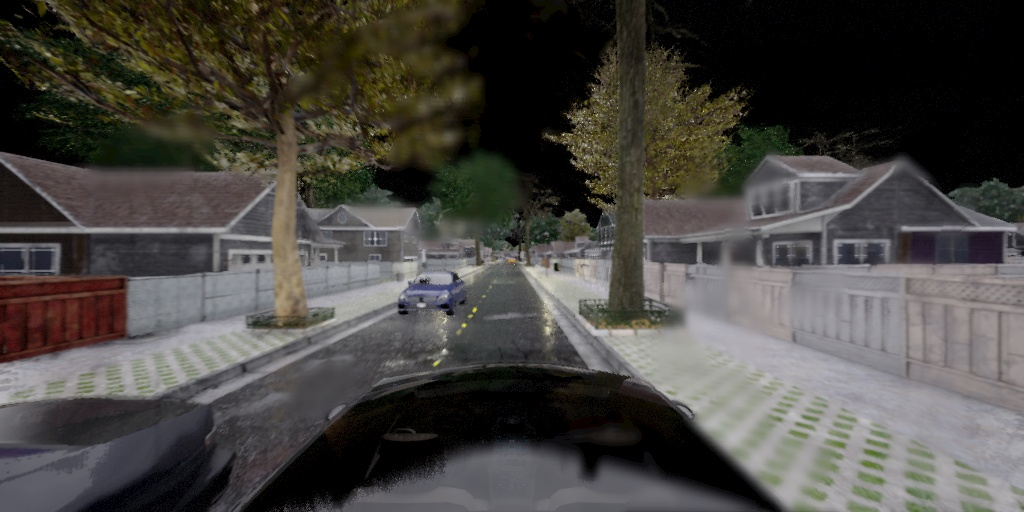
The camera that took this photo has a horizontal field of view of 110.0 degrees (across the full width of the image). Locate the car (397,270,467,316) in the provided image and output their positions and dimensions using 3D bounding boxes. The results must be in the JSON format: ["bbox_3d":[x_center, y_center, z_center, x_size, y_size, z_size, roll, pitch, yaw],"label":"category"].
[{"bbox_3d":[-2.831,1.279,13.596,1.812,1.442,4.674,0,0,0],"label":"car"}]
